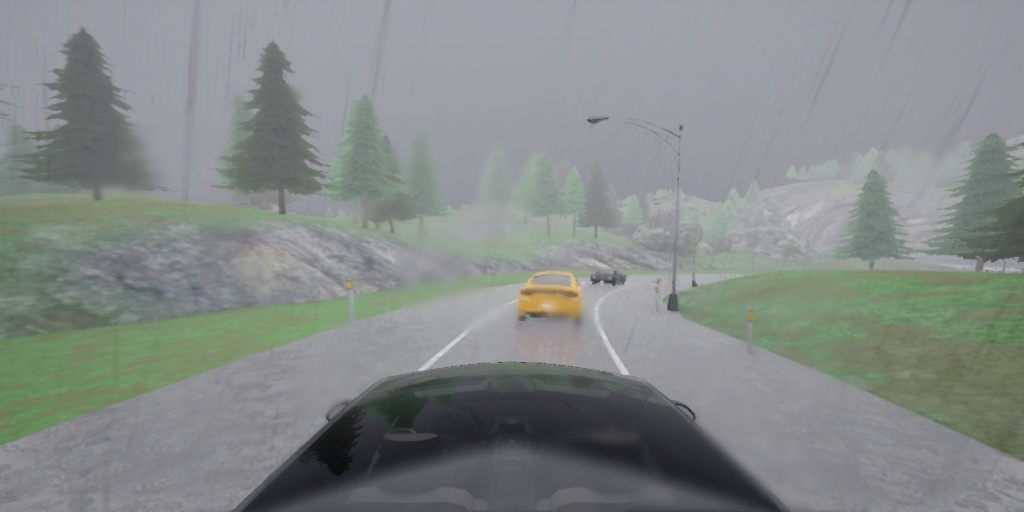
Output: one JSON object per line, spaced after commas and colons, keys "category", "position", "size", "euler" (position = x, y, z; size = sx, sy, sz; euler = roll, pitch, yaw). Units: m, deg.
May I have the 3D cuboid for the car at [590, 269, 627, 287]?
{"category": "car", "position": [7.974, 1.738, 29.225], "size": [1.895, 1.301, 4.718], "euler": [3, 0, 30]}

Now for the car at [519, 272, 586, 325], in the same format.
{"category": "car", "position": [1.474, 1.282, 12.370], "size": [1.882, 1.535, 5.008], "euler": [1, 0, 11]}
